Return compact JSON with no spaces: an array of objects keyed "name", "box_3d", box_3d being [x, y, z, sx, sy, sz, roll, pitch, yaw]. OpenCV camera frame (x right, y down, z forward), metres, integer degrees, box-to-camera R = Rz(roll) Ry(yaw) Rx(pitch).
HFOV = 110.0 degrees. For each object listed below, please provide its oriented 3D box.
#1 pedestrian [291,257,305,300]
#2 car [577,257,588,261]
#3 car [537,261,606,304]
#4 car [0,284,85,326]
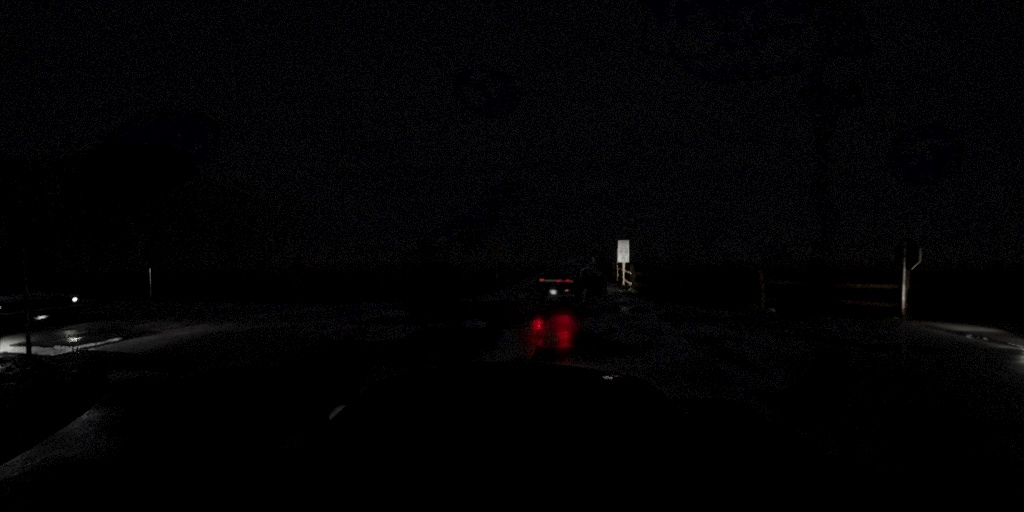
[{"name":"pedestrian","box_3d":[-9.173,0.938,15.323,0.375,1.860,0.375,0,2,11]},{"name":"car","box_3d":[12.510,0.872,63.773,2.128,1.511,4.902,0,0,11]},{"name":"car","box_3d":[2.760,1.151,15.853,2.128,1.511,4.902,0,1,29]},{"name":"car","box_3d":[-15.300,1.407,10.407,4.718,1.301,1.895,0,2,11]}]
